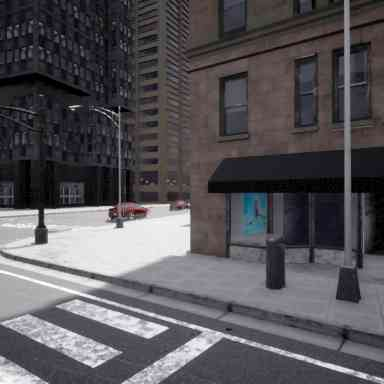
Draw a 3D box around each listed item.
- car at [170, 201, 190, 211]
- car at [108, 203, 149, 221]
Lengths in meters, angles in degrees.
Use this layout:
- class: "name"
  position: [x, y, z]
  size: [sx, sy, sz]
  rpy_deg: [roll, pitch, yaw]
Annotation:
- class: "car"
  position: [-1.699, 1.997, 49.347]
  size: [1.812, 1.442, 4.674]
  rpy_deg: [0, -1, 23]
- class: "car"
  position: [-5.595, 1.709, 30.070]
  size: [1.882, 1.535, 5.008]
  rpy_deg: [0, -1, 19]
